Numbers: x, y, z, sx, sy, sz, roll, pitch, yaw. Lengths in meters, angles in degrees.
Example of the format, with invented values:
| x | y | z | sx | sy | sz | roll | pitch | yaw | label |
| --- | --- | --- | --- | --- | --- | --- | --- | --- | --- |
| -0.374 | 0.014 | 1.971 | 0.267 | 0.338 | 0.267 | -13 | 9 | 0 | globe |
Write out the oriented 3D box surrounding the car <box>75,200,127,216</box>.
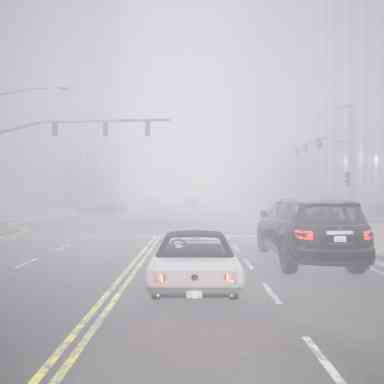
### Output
| x | y | z | sx | sy | sz | roll | pitch | yaw | label |
| --- | --- | --- | --- | --- | --- | --- | --- | --- | --- |
| -8.928 | 1.493 | 32.714 | 4.902 | 1.511 | 2.128 | 0 | 0 | -22 | car |

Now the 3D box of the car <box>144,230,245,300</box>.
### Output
| x | y | z | sx | sy | sz | roll | pitch | yaw | label |
| --- | --- | --- | --- | --- | --- | --- | --- | --- | --- |
| 0.072 | 1.601 | 8.346 | 1.895 | 1.301 | 4.718 | 0 | 0 | 1 | car |

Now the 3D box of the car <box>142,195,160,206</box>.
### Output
| x | y | z | sx | sy | sz | roll | pitch | yaw | label |
| --- | --- | --- | --- | --- | --- | --- | --- | --- | --- |
| -7.011 | 1.352 | 55.218 | 2.097 | 1.767 | 4.553 | 0 | 0 | 0 | car |

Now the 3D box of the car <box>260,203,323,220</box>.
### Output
| x | y | z | sx | sy | sz | roll | pitch | yaw | label |
| --- | --- | --- | --- | --- | --- | --- | --- | --- | --- |
| 8.205 | 1.601 | 27.697 | 4.718 | 1.301 | 1.895 | 0 | 0 | 0 | car |

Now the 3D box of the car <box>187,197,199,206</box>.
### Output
| x | y | z | sx | sy | sz | roll | pitch | yaw | label |
| --- | --- | --- | --- | --- | --- | --- | --- | --- | --- |
| 0.102 | 1.491 | 54.121 | 2.128 | 1.511 | 4.902 | 0 | 0 | 1 | car |

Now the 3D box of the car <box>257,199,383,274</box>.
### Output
| x | y | z | sx | sy | sz | roll | pitch | yaw | label |
| --- | --- | --- | --- | --- | --- | --- | --- | --- | --- |
| 3.589 | 1.222 | 10.699 | 2.150 | 2.045 | 5.566 | 0 | 0 | 0 | car |

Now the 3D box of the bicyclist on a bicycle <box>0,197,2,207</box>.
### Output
| x | y | z | sx | sy | sz | roll | pitch | yaw | label |
| --- | --- | --- | --- | --- | --- | --- | --- | --- | --- |
| -26.356 | 1.301 | 45.380 | 0.582 | 1.620 | 1.656 | 0 | 0 | 0 | bicyclist on a bicycle |

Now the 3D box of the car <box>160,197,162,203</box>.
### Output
| x | y | z | sx | sy | sz | roll | pitch | yaw | label |
| --- | --- | --- | --- | --- | --- | --- | --- | --- | --- |
| -6.936 | 1.547 | 65.737 | 2.033 | 1.411 | 5.357 | 0 | 0 | 1 | car |
